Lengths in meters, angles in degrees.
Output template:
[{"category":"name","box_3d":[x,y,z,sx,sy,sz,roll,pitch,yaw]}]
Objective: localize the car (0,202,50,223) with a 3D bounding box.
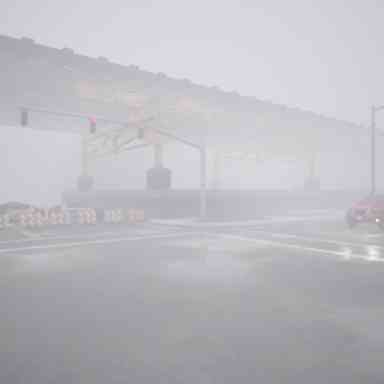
[{"category":"car","box_3d":[-12.651,1.476,23.031,2.038,1.542,4.974,0,0,18]}]

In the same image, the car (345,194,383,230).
[{"category":"car","box_3d":[12.130,1.180,21.251,5.566,2.045,2.150,0,0,-35]}]

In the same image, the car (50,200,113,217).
[{"category":"car","box_3d":[-8.793,1.307,26.785,4.536,1.218,1.853,0,0,-7]}]

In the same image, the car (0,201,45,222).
[{"category":"car","box_3d":[-12.636,1.318,23.081,1.853,1.218,4.536,0,0,18]}]

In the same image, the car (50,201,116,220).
[{"category":"car","box_3d":[-8.741,1.464,26.792,4.974,1.542,2.038,0,0,-7]}]
